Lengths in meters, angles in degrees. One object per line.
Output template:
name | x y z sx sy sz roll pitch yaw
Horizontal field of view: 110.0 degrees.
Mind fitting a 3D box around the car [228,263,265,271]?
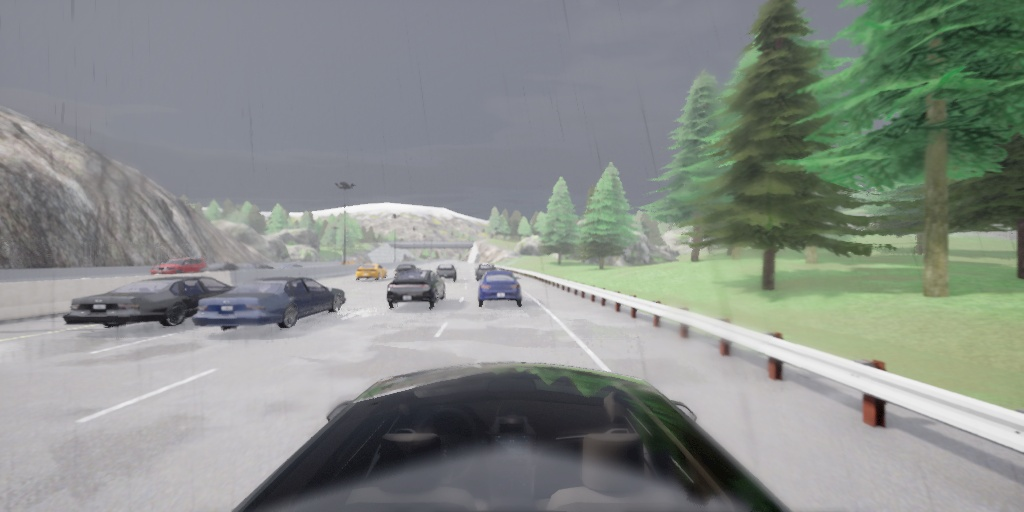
car | -28.383 1.536 39.570 2.128 1.511 4.902 0 0 -9

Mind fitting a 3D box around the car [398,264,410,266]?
car | -9.452 1.483 32.411 1.837 1.490 4.892 0 0 -8

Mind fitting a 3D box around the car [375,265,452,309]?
car | -4.045 1.345 15.663 2.128 1.511 4.902 0 0 -4

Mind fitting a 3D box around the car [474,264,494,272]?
car | -2.376 1.464 32.323 2.128 1.511 4.902 0 0 -8

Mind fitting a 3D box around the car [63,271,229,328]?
car | -10.765 1.378 11.737 2.033 1.411 5.357 0 0 -3

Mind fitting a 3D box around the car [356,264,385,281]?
car | -13.199 1.469 33.876 1.882 1.535 5.008 0 0 -8

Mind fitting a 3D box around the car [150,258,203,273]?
car | -35.251 1.261 38.157 2.150 2.045 5.566 0 0 -8

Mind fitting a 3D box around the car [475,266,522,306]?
car | -0.605 1.382 16.368 1.812 1.442 4.674 0 0 -4

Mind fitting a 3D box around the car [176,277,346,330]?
car | -7.248 1.373 11.472 2.033 1.411 5.357 0 0 -3

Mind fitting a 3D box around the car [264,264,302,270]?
car | -24.936 1.593 40.139 2.033 1.411 5.357 0 0 -9

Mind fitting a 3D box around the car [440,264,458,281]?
car | -5.908 1.466 32.317 2.128 1.511 4.902 0 0 -8

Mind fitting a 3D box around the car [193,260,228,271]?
car | -31.888 1.524 39.339 1.882 1.535 5.008 0 0 -8
